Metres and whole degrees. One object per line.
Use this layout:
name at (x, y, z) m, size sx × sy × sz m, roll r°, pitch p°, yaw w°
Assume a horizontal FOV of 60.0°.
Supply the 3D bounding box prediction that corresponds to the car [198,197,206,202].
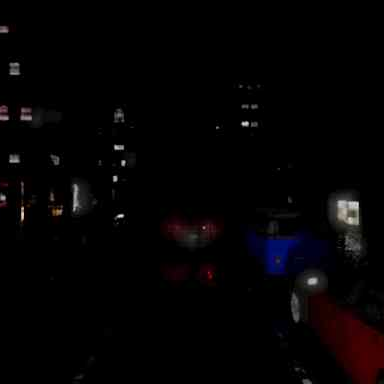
car at (2.430, 1.814, 81.260) m, size 1.802 × 1.307 × 4.206 m, roll 0°, pitch 0°, yaw 0°

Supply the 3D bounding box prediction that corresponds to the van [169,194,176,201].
van at (-5.469, 1.598, 92.351) m, size 1.690 × 1.788 × 3.998 m, roll 0°, pitch 0°, yaw 0°

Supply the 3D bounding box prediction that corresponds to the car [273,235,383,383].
car at (2.561, 1.559, 4.144) m, size 1.887 × 1.381 × 4.507 m, roll 0°, pitch 0°, yaw 0°

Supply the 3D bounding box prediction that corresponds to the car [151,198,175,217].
car at (-2.880, 1.629, 32.776) m, size 1.812 × 1.442 × 4.674 m, roll 0°, pitch 0°, yaw 0°

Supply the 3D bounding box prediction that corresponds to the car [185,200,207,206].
car at (0.023, 1.656, 29.088) m, size 1.994 × 1.385 × 4.181 m, roll 0°, pitch 0°, yaw 0°

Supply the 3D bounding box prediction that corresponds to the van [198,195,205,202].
van at (2.421, 1.586, 86.813) m, size 1.690 × 1.788 × 3.998 m, roll 0°, pitch 0°, yaw 0°

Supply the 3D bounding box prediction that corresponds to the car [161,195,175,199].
car at (-5.431, 1.520, 70.143) m, size 2.192 × 1.841 × 5.009 m, roll 0°, pitch 0°, yaw 0°

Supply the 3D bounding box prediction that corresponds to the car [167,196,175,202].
car at (-5.460, 1.789, 86.799) m, size 1.887 × 1.381 × 4.507 m, roll 0°, pitch 0°, yaw 0°

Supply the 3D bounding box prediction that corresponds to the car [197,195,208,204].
car at (2.448, 1.771, 70.156) m, size 1.947 × 1.339 × 4.313 m, roll 0°, pitch 0°, yaw 0°

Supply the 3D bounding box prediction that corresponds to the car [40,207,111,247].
car at (-5.339, 1.595, 15.306) m, size 1.887 × 1.381 × 4.507 m, roll 0°, pitch 0°, yaw 0°

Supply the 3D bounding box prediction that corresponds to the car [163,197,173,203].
car at (-5.441, 1.763, 75.695) m, size 1.887 × 1.381 × 4.507 m, roll 0°, pitch 0°, yaw 0°

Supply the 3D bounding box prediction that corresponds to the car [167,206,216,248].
car at (0.052, 1.575, 15.002) m, size 1.812 × 1.442 × 4.674 m, roll 0°, pitch 0°, yaw 0°

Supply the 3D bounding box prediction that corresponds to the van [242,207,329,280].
van at (2.552, 1.374, 9.733) m, size 1.690 × 1.788 × 3.998 m, roll 0°, pitch 0°, yaw 0°

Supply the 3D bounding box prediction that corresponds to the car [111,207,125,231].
car at (-5.348, 1.619, 20.894) m, size 2.008 × 1.369 × 4.403 m, roll 0°, pitch 0°, yaw 0°
